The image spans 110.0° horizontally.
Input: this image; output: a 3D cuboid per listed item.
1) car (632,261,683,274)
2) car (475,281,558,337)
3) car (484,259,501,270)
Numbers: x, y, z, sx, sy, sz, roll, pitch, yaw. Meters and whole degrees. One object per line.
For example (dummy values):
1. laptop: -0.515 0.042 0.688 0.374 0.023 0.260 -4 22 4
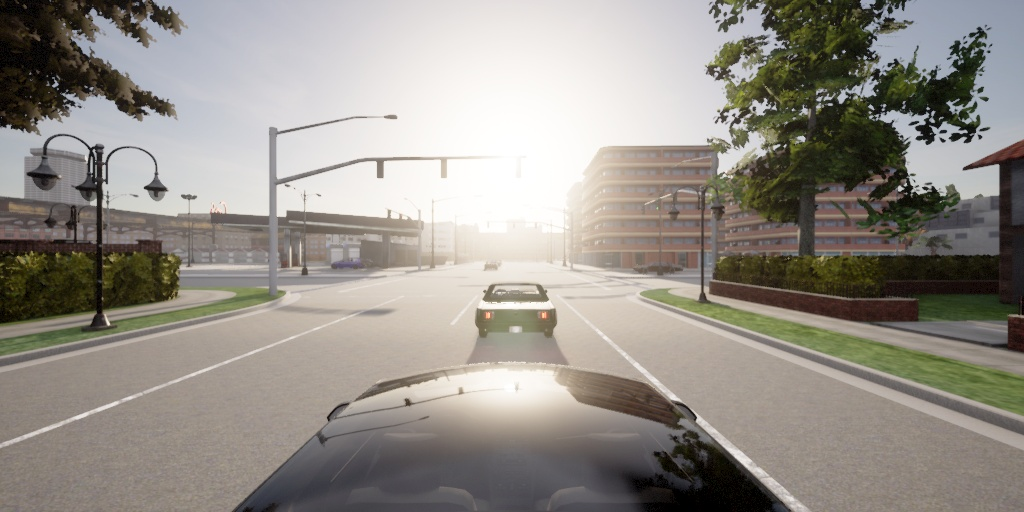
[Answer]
1. car: 16.639 1.289 41.043 5.357 1.411 2.033 0 0 1
2. car: 0.098 1.349 10.227 1.895 1.301 4.718 0 0 0
3. car: -3.054 1.340 52.558 1.895 1.301 4.718 0 0 -1
